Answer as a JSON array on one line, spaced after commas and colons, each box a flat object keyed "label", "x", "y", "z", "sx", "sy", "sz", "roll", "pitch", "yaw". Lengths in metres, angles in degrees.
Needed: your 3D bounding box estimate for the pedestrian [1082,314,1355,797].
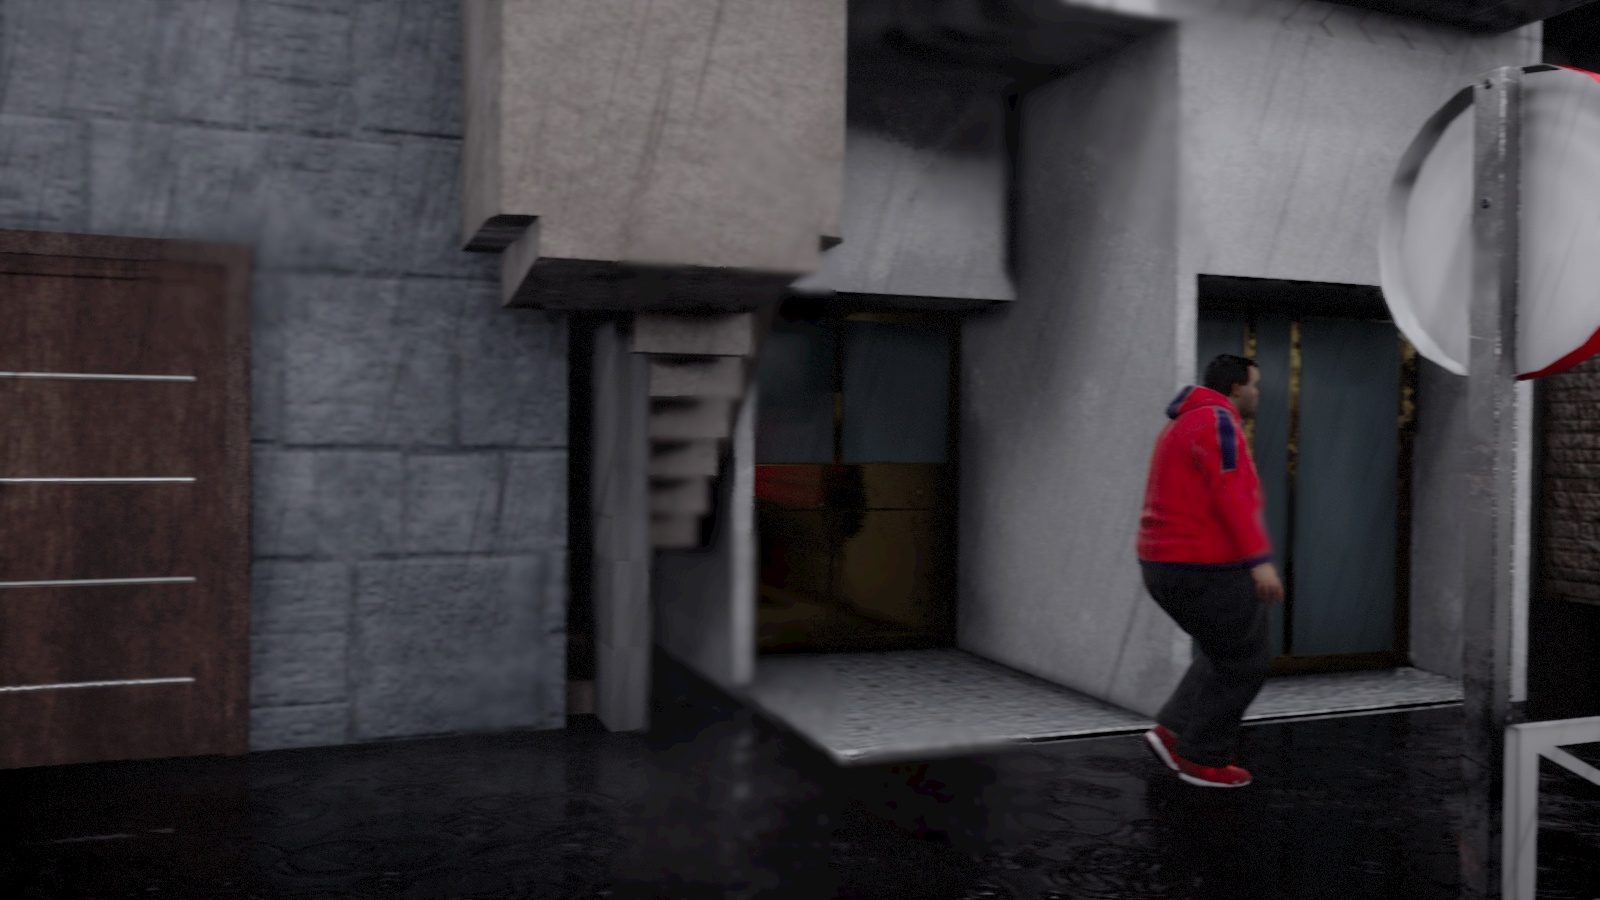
[{"label": "pedestrian", "x": 1.674, "y": 0.403, "z": 5.124, "sx": 0.899, "sy": 1.844, "sz": 0.634, "roll": -1, "pitch": 1, "yaw": 1}]
